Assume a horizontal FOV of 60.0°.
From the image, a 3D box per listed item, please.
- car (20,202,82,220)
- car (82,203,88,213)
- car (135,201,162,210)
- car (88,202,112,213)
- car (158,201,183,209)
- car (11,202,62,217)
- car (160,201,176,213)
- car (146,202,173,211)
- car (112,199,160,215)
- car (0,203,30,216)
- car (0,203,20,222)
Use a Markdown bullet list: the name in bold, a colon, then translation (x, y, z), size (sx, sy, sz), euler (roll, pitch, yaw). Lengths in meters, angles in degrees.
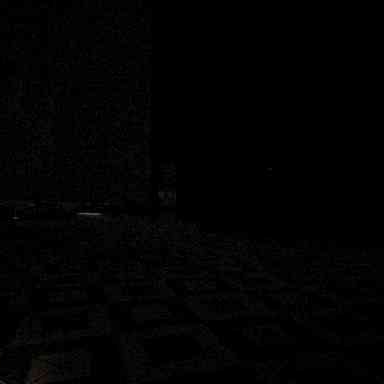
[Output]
- **car**: translation (-13.094, 1.824, 30.948), size (1.752, 1.417, 4.829), euler (-1, -2, 35)
- **car**: translation (-13.576, 2.016, 44.955), size (1.887, 1.381, 4.507), euler (-1, -2, 35)
- **car**: translation (-7.024, 2.210, 54.144), size (2.008, 1.369, 4.403), euler (-1, -2, 35)
- **car**: translation (-10.929, 2.012, 44.045), size (1.812, 1.442, 4.674), euler (0, -1, 35)
- **car**: translation (-3.747, 2.306, 58.739), size (2.008, 1.369, 4.403), euler (-1, -2, 35)
- **car**: translation (-16.714, 1.852, 35.949), size (1.812, 1.442, 4.674), euler (0, -1, 36)
- **car**: translation (-3.363, 2.114, 44.595), size (1.887, 1.381, 4.507), euler (-1, -2, 35)
- **car**: translation (-5.071, 2.218, 52.198), size (1.994, 1.385, 4.181), euler (0, -1, 37)
- **car**: translation (-6.640, 1.792, 40.006), size (2.192, 1.841, 5.009), euler (-1, -2, 35)
- **car**: translation (-20.128, 1.842, 35.765), size (2.008, 1.369, 4.403), euler (-1, -1, 35)
- **car**: translation (-16.468, 1.775, 26.214), size (1.947, 1.339, 4.313), euler (-1, -2, 35)
